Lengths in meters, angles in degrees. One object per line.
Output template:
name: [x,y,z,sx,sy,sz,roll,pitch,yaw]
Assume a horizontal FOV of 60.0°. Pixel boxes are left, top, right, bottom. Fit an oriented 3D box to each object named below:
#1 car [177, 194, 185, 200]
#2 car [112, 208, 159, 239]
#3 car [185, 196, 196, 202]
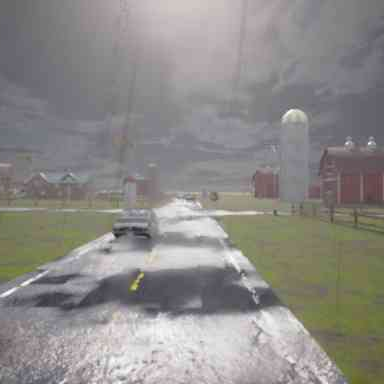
car: [-3.037,1.335,90.869,1.882,1.535,5.008,0,0,-2]
car: [-2.840,1.593,17.993,2.033,1.411,5.357,0,0,0]
car: [-0.096,1.736,86.749,1.837,1.490,4.892,0,0,-2]
